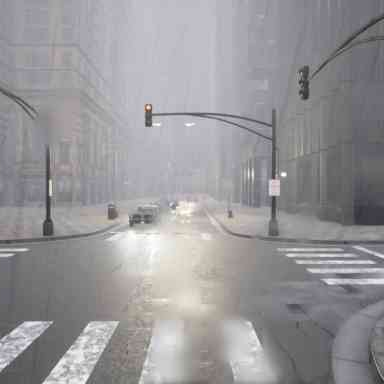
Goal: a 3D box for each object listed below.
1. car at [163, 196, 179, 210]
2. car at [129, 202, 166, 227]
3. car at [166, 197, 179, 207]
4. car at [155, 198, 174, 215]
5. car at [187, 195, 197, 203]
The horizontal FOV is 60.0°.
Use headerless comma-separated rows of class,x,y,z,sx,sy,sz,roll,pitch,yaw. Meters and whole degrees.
car,-3.124,1.354,43.083,2.097,1.767,4.553,0,0,0
car,-3.114,1.601,23.139,1.895,1.301,4.718,0,0,0
car,-3.086,1.531,53.125,1.812,1.442,4.674,0,0,0
car,-3.115,1.564,33.082,1.994,1.385,4.181,0,0,0
car,0.055,1.365,69.613,2.097,1.767,4.553,0,0,0
